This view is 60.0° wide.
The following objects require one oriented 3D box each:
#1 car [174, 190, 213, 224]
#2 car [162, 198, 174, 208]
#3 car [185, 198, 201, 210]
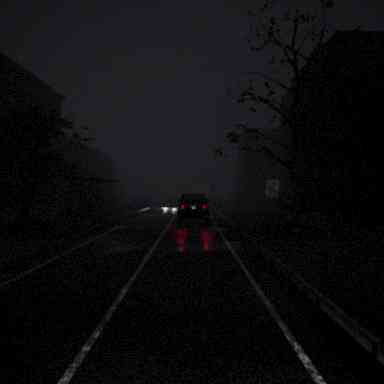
[{"bbox_3d":[0.097,1.091,23.865,2.150,2.045,5.566,0,1,0],"label":"car"},{"bbox_3d":[-3.081,1.492,47.097,1.994,1.385,4.181,0,0,0],"label":"car"},{"bbox_3d":[0.089,1.488,42.161,1.895,1.301,4.718,0,-1,0],"label":"car"}]
